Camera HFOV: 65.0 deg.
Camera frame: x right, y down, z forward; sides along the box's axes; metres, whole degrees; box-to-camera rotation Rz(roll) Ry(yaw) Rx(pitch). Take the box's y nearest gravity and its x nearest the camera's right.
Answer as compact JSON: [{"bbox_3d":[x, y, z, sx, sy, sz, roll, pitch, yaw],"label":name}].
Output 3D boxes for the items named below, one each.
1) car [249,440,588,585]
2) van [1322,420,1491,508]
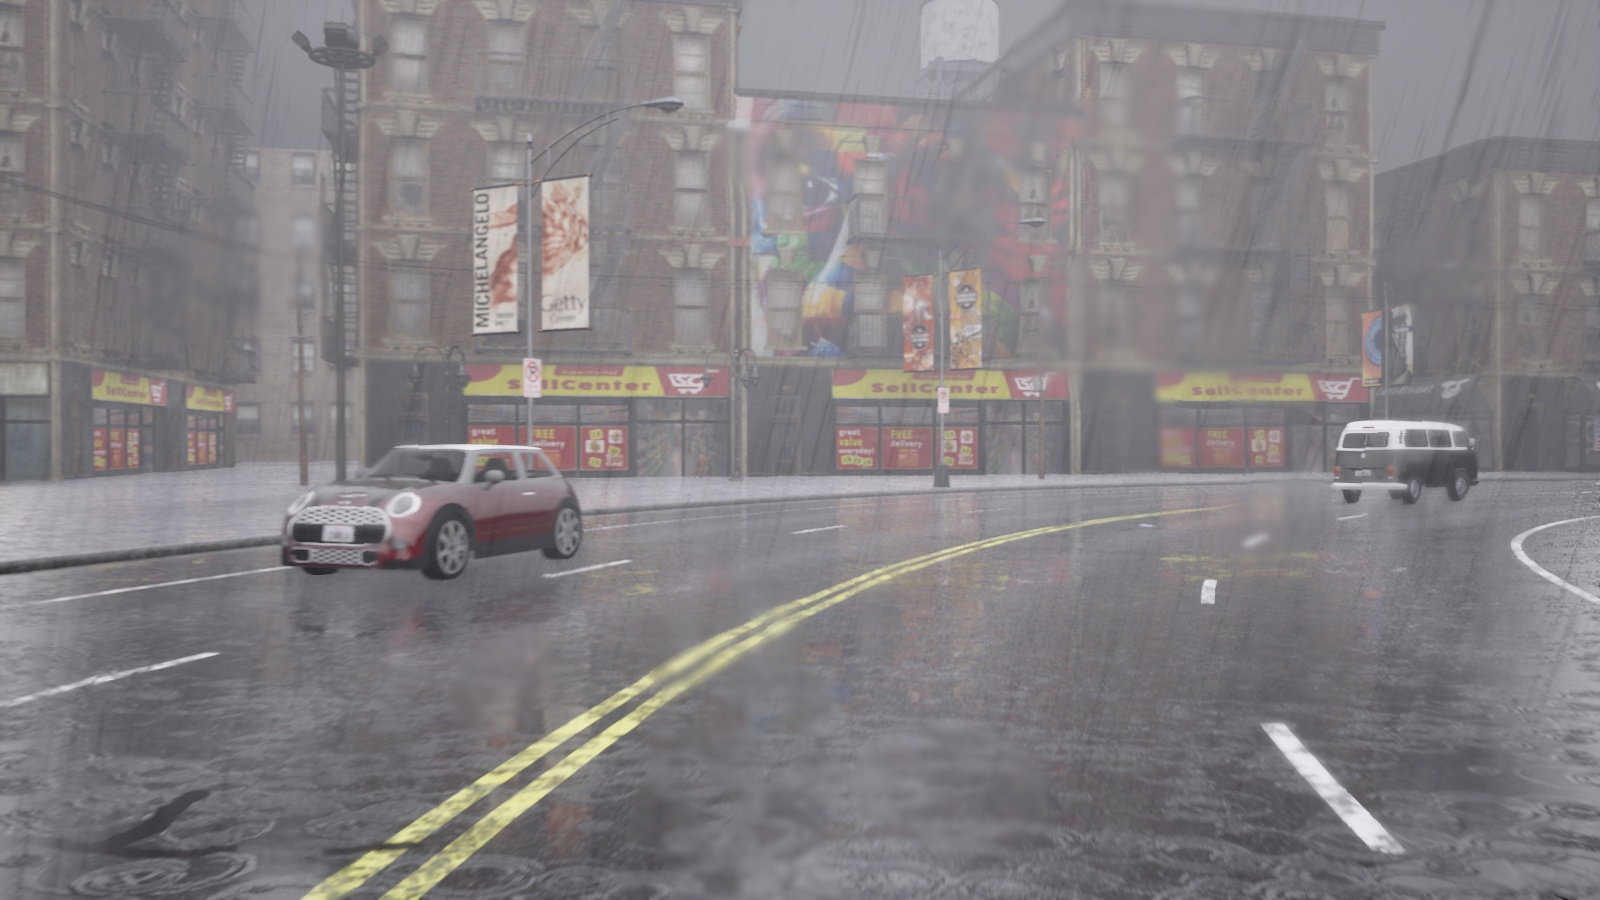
[{"bbox_3d":[-4.314,0.620,14.853,1.970,1.475,3.806,0,0,20],"label":"car"},{"bbox_3d":[15.142,0.320,31.284,4.480,2.038,2.069,0,0,-39],"label":"van"}]
